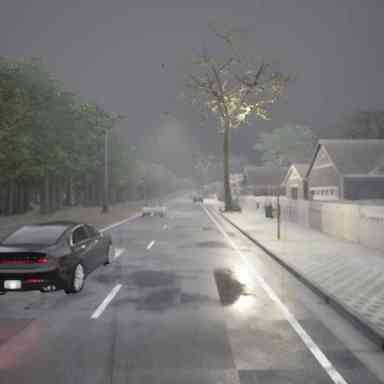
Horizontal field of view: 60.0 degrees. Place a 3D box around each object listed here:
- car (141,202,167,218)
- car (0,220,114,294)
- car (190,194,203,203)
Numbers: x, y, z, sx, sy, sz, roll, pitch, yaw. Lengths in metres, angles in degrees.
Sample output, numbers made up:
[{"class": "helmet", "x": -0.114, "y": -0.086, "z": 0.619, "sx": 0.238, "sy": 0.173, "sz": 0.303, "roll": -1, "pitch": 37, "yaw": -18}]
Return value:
[{"class": "car", "x": -3.390, "y": 1.601, "z": 30.638, "sx": 1.895, "sy": 1.301, "sz": 4.718, "roll": 0, "pitch": 0, "yaw": 0}, {"class": "car", "x": -3.394, "y": 1.502, "z": 8.724, "sx": 1.837, "sy": 1.490, "sz": 4.892, "roll": 0, "pitch": 0, "yaw": 0}, {"class": "car", "x": 1.243, "y": 1.385, "z": 68.957, "sx": 2.097, "sy": 1.767, "sz": 4.553, "roll": 0, "pitch": 0, "yaw": 0}]
